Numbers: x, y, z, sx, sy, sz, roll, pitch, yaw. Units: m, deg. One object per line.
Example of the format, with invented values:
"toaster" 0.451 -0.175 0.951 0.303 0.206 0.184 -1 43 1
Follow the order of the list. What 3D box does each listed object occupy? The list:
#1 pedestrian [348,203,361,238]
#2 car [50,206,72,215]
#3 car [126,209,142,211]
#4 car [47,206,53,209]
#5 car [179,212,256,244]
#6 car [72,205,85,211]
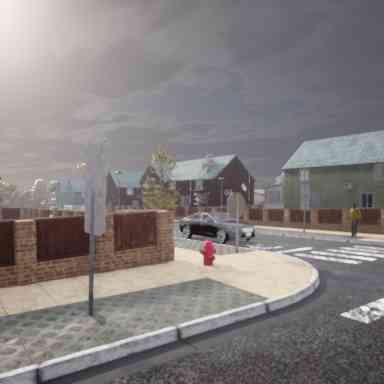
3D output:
"pedestrian" 8.552 1.457 17.593 0.375 1.860 0.375 0 0 -36
"car" -15.632 2.718 41.059 1.895 1.301 4.718 1 -2 -35
"car" -4.325 2.070 25.376 2.128 1.511 4.902 1 -2 -36
"car" -23.498 3.170 56.890 1.837 1.490 4.892 1 -3 -36
"car" 1.226 1.808 17.746 2.128 1.511 4.902 1 -2 -37
"car" -9.950 2.198 33.169 2.097 1.767 4.553 1 -2 -36
